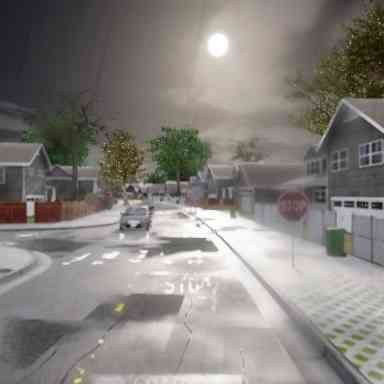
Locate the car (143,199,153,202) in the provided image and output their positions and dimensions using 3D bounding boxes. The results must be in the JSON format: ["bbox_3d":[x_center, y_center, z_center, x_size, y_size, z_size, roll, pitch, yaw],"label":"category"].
[{"bbox_3d":[-6.015,1.769,45.588,1.837,1.490,4.892,0,0,-8],"label":"car"}]

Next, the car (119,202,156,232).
[{"bbox_3d":[-3.508,1.646,21.486,2.128,1.511,4.902,0,0,-4],"label":"car"}]
